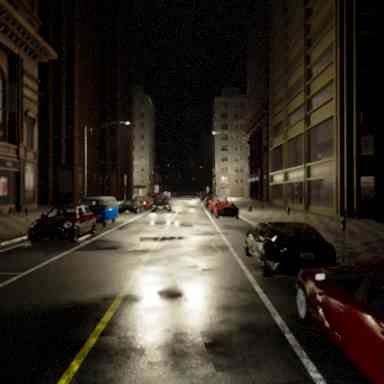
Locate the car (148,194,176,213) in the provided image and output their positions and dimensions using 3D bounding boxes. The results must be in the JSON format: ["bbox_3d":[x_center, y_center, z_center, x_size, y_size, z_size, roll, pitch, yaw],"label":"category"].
[{"bbox_3d":[-2.997,1.294,34.203,1.837,1.490,4.892,0,0,0],"label":"car"}]

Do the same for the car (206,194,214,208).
[{"bbox_3d":[2.681,1.240,32.304,1.967,1.590,4.097,1,0,0],"label":"car"}]

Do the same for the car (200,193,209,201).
[{"bbox_3d":[2.683,1.068,71.846,1.752,1.417,4.829,1,0,0],"label":"car"}]

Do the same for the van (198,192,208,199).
[{"bbox_3d":[2.685,0.922,66.050,1.690,1.788,3.998,1,0,0],"label":"van"}]

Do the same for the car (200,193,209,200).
[{"bbox_3d":[2.681,1.242,49.178,2.008,1.369,4.403,1,0,0],"label":"car"}]

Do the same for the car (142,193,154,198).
[{"bbox_3d":[-5.844,1.204,37.921,1.967,1.590,4.097,1,0,0],"label":"car"}]

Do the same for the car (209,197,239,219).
[{"bbox_3d":[2.679,1.380,26.680,1.887,1.381,4.507,1,0,0],"label":"car"}]

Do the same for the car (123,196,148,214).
[{"bbox_3d":[-5.846,1.366,32.298,1.947,1.339,4.313,1,0,0],"label":"car"}]

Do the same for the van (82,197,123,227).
[{"bbox_3d":[-5.844,1.212,21.048,1.690,1.788,3.998,1,0,0],"label":"van"}]

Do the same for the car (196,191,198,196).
[{"bbox_3d":[2.686,0.822,77.299,2.192,1.841,5.009,1,0,0],"label":"car"}]

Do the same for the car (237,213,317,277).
[{"bbox_3d":[2.677,1.507,9.807,1.947,1.339,4.313,1,0,0],"label":"car"}]

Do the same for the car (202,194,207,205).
[{"bbox_3d":[2.681,1.273,43.553,1.887,1.381,4.507,1,0,0],"label":"car"}]

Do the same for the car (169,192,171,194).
[{"bbox_3d":[-5.843,1.126,71.667,1.802,1.307,4.206,1,0,0],"label":"car"}]

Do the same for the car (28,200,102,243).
[{"bbox_3d":[-5.846,1.346,15.424,1.967,1.590,4.097,1,0,0],"label":"car"}]

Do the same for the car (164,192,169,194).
[{"bbox_3d":[-5.842,1.058,60.418,1.967,1.590,4.097,1,0,0],"label":"car"}]

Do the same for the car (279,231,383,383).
[{"bbox_3d":[2.677,1.519,4.181,1.887,1.381,4.507,1,0,0],"label":"car"}]
